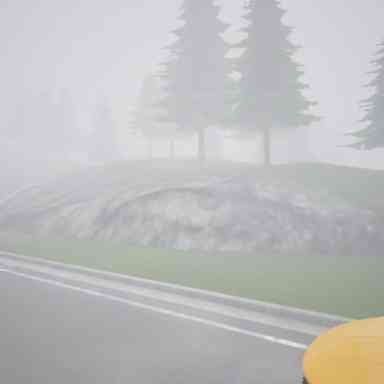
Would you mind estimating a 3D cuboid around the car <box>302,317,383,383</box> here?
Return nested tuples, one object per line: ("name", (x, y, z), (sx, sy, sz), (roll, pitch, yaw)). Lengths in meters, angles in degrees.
("car", (3.148, 1.460, 1.748), (5.008, 1.535, 1.882), (-1, -1, 35))
